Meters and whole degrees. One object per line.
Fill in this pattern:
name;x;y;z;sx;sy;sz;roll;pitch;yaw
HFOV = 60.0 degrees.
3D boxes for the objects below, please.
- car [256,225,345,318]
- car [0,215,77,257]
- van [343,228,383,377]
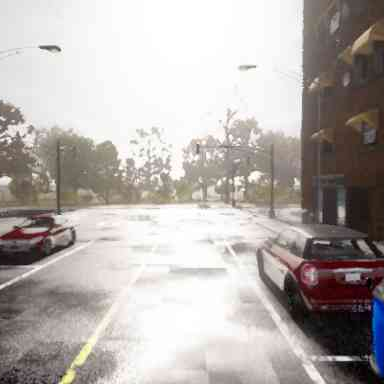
car;2.676;1.437;7.456;1.967;1.590;4.097;-1;0;0
car;-5.796;1.576;12.928;1.802;1.307;4.206;-1;0;0
van;2.673;1.341;1.932;1.690;1.788;3.998;-1;0;0
